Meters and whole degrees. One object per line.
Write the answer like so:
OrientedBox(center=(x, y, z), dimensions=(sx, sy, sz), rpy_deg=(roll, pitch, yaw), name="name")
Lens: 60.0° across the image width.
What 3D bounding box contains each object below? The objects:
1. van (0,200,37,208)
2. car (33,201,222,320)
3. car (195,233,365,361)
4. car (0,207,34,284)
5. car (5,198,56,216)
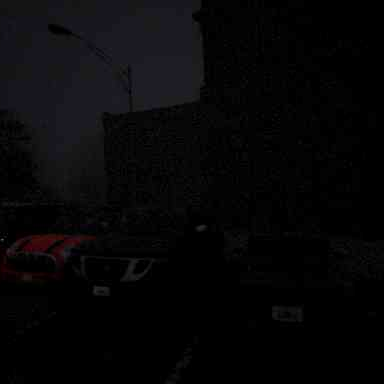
OrientedBox(center=(-5.573, 1.303, 11.291), dimensions=(1.878, 1.987, 4.442), rpy_deg=(-1, -1, 16), name="van")
OrientedBox(center=(-0.673, 1.249, 7.891), dimensions=(2.435, 2.045, 5.566), rpy_deg=(0, -1, 16), name="car")
OrientedBox(center=(1.764, 1.526, 6.204), dimensions=(2.163, 1.488, 4.792), rpy_deg=(0, -1, 16), name="car")
OrientedBox(center=(-3.099, 1.385, 9.691), dimensions=(2.185, 1.767, 4.553), rpy_deg=(0, -1, 16), name="car")
OrientedBox(center=(-17.512, 1.623, 36.334), dimensions=(1.882, 1.535, 5.008), rpy_deg=(-3, 1, 22), name="car")
